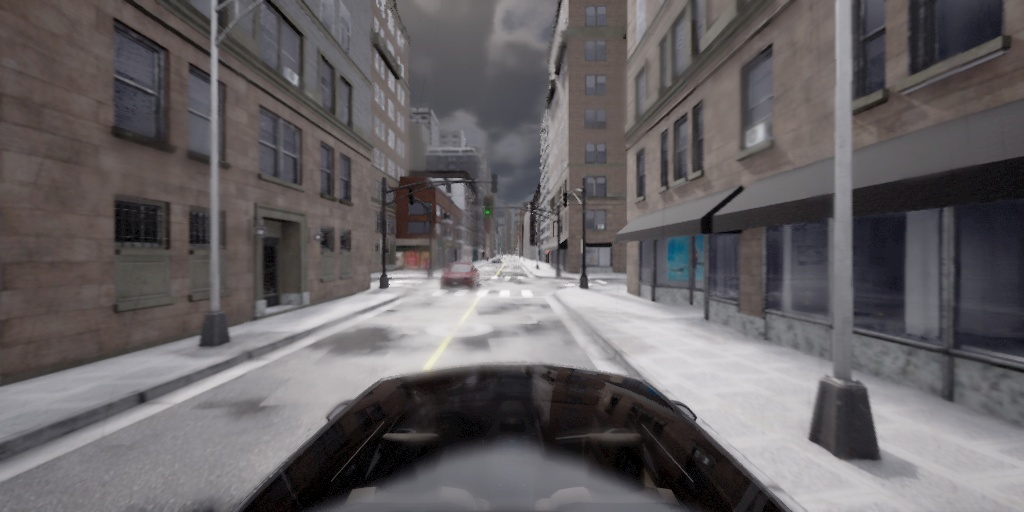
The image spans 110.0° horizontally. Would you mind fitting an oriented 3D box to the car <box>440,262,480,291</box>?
[{"bbox_3d":[-2.999,1.154,21.361,1.882,1.535,5.008,0,0,0],"label":"car"}]
